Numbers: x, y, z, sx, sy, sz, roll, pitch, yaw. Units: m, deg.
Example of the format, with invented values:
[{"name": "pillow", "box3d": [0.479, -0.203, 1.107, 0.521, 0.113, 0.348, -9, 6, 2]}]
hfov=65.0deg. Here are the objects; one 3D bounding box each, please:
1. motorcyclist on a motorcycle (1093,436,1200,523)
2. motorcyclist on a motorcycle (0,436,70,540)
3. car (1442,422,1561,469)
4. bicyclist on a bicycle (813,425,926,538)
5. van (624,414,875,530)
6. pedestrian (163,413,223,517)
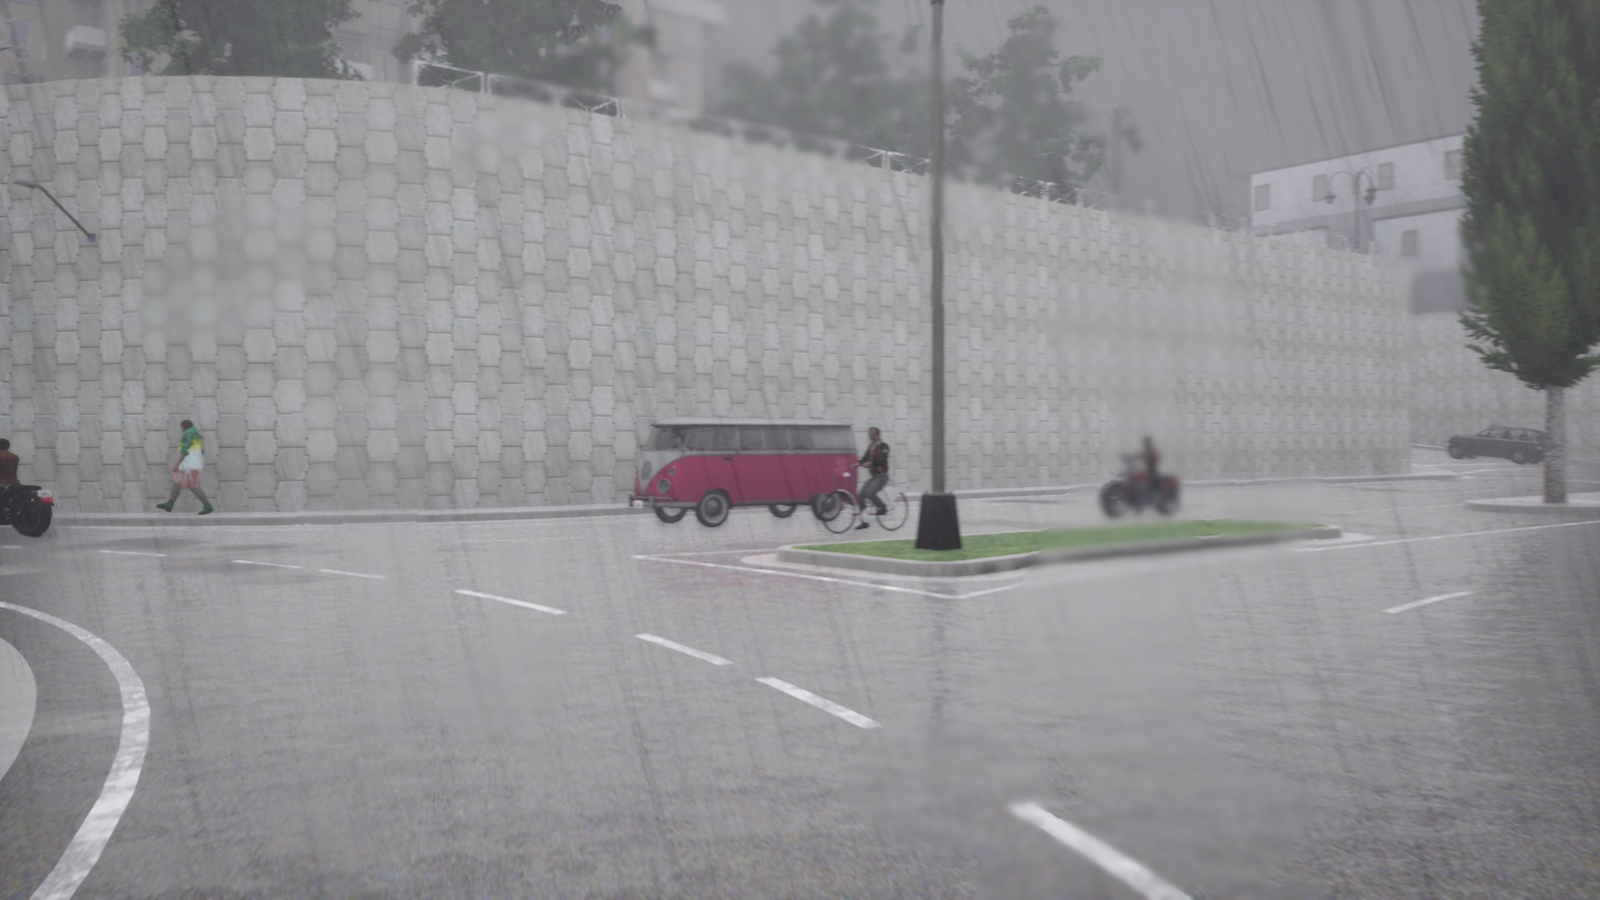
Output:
[{"name": "motorcyclist on a motorcycle", "box3d": [6.861, 0.547, 24.799, 2.350, 1.649, 0.766, 0, 0, -37]}, {"name": "motorcyclist on a motorcycle", "box3d": [-13.170, 0.598, 20.489, 2.350, 1.649, 0.766, 0, 1, 17]}, {"name": "car", "box3d": [34.376, -0.269, 61.658, 1.932, 1.855, 4.605, -1, 6, -41]}, {"name": "bicyclist on a bicycle", "box3d": [1.153, 0.499, 20.631, 1.843, 1.776, 0.659, 0, 0, -35]}, {"name": "van", "box3d": [-0.883, 0.367, 23.469, 4.442, 1.987, 1.775, 0, 0, -36]}, {"name": "pedestrian", "box3d": [-11.544, 0.281, 23.896, 0.873, 1.952, 0.659, 0, 0, -9]}]
